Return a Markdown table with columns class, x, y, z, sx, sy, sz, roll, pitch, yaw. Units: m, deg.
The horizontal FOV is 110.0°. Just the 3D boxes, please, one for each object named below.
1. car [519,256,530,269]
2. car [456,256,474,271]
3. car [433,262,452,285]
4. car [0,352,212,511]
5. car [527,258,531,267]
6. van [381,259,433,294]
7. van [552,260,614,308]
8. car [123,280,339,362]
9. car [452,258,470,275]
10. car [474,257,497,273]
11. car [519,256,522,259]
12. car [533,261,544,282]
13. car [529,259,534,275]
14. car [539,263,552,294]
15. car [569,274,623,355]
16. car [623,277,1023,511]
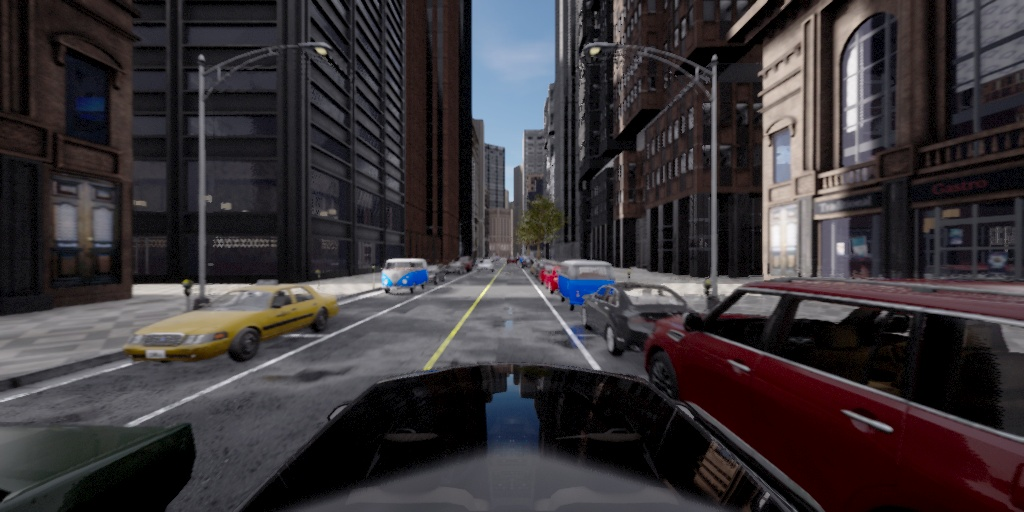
| class | x | y | z | sx | sy | sz | roll | pitch | yaw |
| --- | --- | --- | --- | --- | --- | --- | --- | --- | --- |
| car | 2.344 | 1.133 | 51.772 | 1.812 | 1.442 | 4.674 | 0 | 0 | 0 |
| car | -5.768 | 0.948 | 42.090 | 2.192 | 1.841 | 5.009 | 0 | 0 | 0 |
| car | -5.766 | 1.231 | 25.235 | 2.007 | 1.370 | 4.403 | 0 | 0 | 0 |
| car | -3.101 | 1.356 | 0.192 | 1.895 | 1.301 | 4.718 | 0 | 0 | 0 |
| car | 2.758 | 1.173 | 36.654 | 1.751 | 1.417 | 4.829 | 0 | 0 | 0 |
| van | -5.765 | 1.038 | 19.616 | 1.690 | 1.789 | 3.998 | 0 | 0 | 0 |
| van | 2.760 | 1.054 | 14.010 | 1.690 | 1.789 | 3.998 | 0 | 0 | 0 |
| car | -5.764 | 1.256 | 8.209 | 1.751 | 1.417 | 4.829 | 0 | 0 | 0 |
| car | -5.768 | 1.199 | 36.472 | 2.007 | 1.370 | 4.403 | 0 | 0 | 0 |
| car | -3.092 | 1.158 | 42.296 | 1.812 | 1.442 | 4.674 | 0 | 0 | 0 |
| car | 2.754 | 1.123 | 64.575 | 1.888 | 1.381 | 4.507 | 0 | 0 | 0 |
| car | 2.759 | 1.224 | 25.247 | 1.888 | 1.381 | 4.507 | 0 | 0 | 0 |
| car | 2.759 | 1.213 | 30.859 | 2.007 | 1.370 | 4.403 | 0 | 0 | 0 |
| car | 2.760 | 1.241 | 19.629 | 1.888 | 1.381 | 4.507 | 0 | 0 | 0 |
| car | 2.761 | 1.280 | 8.392 | 2.007 | 1.370 | 4.403 | 0 | 0 | 0 |
| car | 2.762 | 1.061 | 2.773 | 2.192 | 1.841 | 5.009 | 0 | 0 | 0 |
